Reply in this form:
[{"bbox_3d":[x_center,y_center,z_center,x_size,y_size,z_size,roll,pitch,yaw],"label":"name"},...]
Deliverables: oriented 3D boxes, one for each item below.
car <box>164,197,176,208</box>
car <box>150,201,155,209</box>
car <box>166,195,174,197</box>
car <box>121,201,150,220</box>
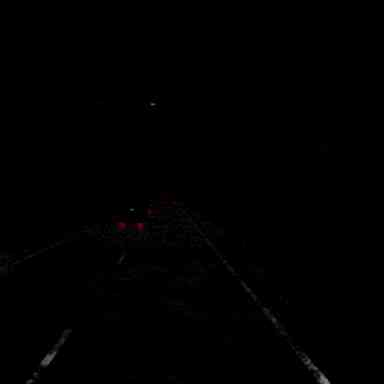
[{"bbox_3d":[-3.659,1.970,56.353,1.994,1.385,4.181,-1,0,-4],"label":"car"},{"bbox_3d":[-6.769,2.009,51.372,1.895,1.301,4.718,-1,0,-3],"label":"car"},{"bbox_3d":[-4.938,1.759,73.639,2.150,2.045,5.566,-1,0,-4],"label":"car"},{"bbox_3d":[-5.496,1.619,31.763,2.097,1.767,4.553,-1,0,-4],"label":"car"}]
